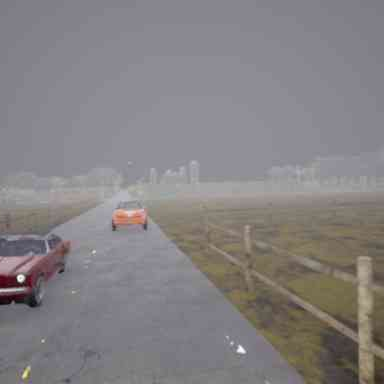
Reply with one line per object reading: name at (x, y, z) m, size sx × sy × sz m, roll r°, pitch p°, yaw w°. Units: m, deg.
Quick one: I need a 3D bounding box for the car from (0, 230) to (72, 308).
car at (-4.206, 1.650, 7.954) m, size 1.895 × 1.301 × 4.718 m, roll -1°, pitch 0°, yaw -11°

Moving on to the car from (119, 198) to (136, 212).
car at (-7.744, 1.533, 39.972) m, size 1.812 × 1.442 × 4.674 m, roll -1°, pitch 0°, yaw -11°

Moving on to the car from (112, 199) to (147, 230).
car at (-4.077, 1.369, 21.646) m, size 2.097 × 1.767 × 4.553 m, roll -1°, pitch 0°, yaw -11°
